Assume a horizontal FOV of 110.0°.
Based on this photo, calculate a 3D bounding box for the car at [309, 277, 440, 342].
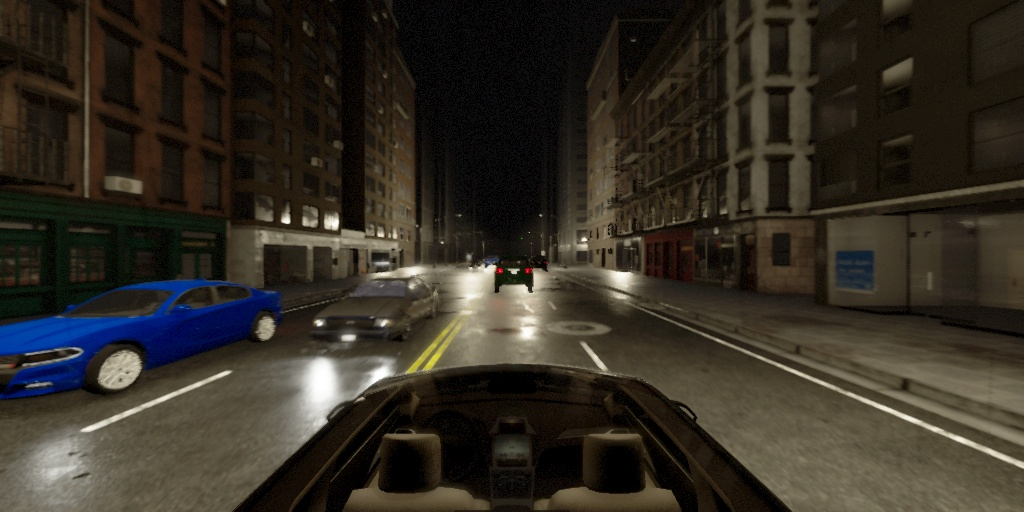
[{"bbox_3d":[-3.351,1.295,10.023,2.033,1.411,5.357,0,0,0],"label":"car"}]

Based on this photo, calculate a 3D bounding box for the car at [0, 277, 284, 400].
[{"bbox_3d":[-6.600,1.226,6.819,1.882,1.535,5.008,0,0,0],"label":"car"}]

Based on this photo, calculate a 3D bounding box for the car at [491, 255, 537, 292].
[{"bbox_3d":[0.102,0.963,21.421,2.150,2.045,5.566,0,0,0],"label":"car"}]

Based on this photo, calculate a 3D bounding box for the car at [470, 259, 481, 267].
[{"bbox_3d":[-6.502,1.221,64.613,1.837,1.490,4.892,0,-1,-6],"label":"car"}]

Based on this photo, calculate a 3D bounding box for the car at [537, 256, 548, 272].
[{"bbox_3d":[3.352,0.956,46.380,2.150,2.045,5.566,0,0,0],"label":"car"}]

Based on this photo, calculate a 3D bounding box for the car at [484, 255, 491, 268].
[{"bbox_3d":[-3.249,0.927,58.176,2.150,2.045,5.566,0,0,0],"label":"car"}]
